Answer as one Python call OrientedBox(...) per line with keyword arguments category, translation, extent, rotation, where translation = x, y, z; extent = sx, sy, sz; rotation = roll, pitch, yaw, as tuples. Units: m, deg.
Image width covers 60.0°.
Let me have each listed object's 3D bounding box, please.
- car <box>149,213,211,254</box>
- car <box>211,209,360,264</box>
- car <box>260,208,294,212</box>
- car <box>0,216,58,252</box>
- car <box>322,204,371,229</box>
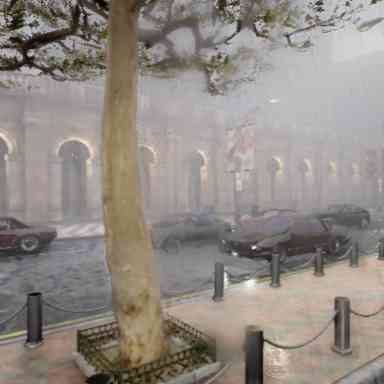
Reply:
OrientedBox(category="car", translation=(-0.248, 1.568, 13.527), extent=(4.181, 1.385, 1.994), rotation=(0, 0, -35))
OrientedBox(category="car", translation=(3.518, 1.552, 11.912), extent=(5.357, 1.411, 2.033), rotation=(0, 0, -35))
OrientedBox(category="car", translation=(4.163, 1.532, 16.664), extent=(4.674, 1.442, 1.812), rotation=(0, 0, -35))
OrientedBox(category="car", translation=(-7.630, 1.595, 12.244), extent=(4.718, 1.301, 1.895), rotation=(0, 0, -36))
OrientedBox(category="car", translation=(8.768, 1.500, 19.948), extent=(4.902, 1.511, 2.128), rotation=(0, 0, -35))
